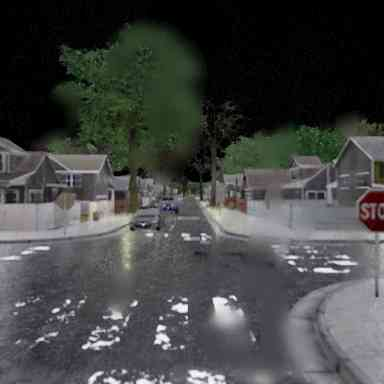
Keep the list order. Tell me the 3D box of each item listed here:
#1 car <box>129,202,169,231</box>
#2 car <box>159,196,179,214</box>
[{"bbox_3d":[-2.788,1.664,21.725,1.837,1.490,4.892,0,0,1],"label":"car"},{"bbox_3d":[-2.728,1.522,40.881,2.150,2.045,5.566,0,-1,0],"label":"car"}]
